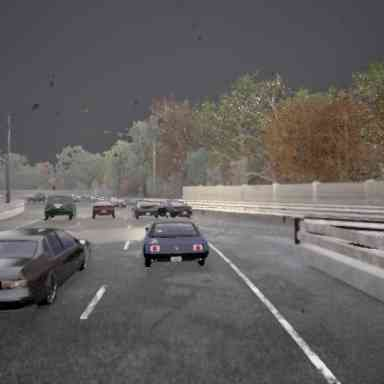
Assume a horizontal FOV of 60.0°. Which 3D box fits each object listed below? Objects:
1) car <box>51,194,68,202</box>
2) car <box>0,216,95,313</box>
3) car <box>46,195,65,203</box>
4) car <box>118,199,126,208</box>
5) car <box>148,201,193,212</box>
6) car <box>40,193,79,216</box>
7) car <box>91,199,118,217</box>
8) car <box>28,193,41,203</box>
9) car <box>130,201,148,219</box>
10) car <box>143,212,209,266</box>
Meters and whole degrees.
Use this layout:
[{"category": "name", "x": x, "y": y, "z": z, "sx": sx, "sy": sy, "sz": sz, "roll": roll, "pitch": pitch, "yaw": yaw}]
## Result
[{"category": "car", "x": -30.683, "y": 1.468, "z": 76.771, "sx": 2.097, "sy": 1.767, "sz": 4.553, "roll": 0, "pitch": 0, "yaw": -44}, {"category": "car", "x": -3.797, "y": 1.561, "z": 7.877, "sx": 2.033, "sy": 1.411, "sz": 5.357, "roll": 0, "pitch": 0, "yaw": -5}, {"category": "car", "x": -28.242, "y": 1.485, "z": 68.673, "sx": 2.128, "sy": 1.511, "sz": 4.902, "roll": 0, "pitch": 0, "yaw": -41}, {"category": "car", "x": -10.804, "y": 1.639, "z": 47.301, "sx": 1.895, "sy": 1.301, "sz": 4.718, "roll": 0, "pitch": 0, "yaw": -25}, {"category": "car", "x": -1.718, "y": 1.483, "z": 28.325, "sx": 1.882, "sy": 1.535, "sz": 5.008, "roll": 0, "pitch": 0, "yaw": -28}, {"category": "car", "x": -11.127, "y": 1.262, "z": 28.371, "sx": 2.150, "sy": 2.045, "sz": 5.566, "roll": 0, "pitch": 0, "yaw": -16}, {"category": "car", "x": -8.226, "y": 1.508, "z": 30.788, "sx": 1.882, "sy": 1.535, "sz": 5.008, "roll": 0, "pitch": 0, "yaw": -16}, {"category": "car", "x": -30.971, "y": 1.197, "z": 66.479, "sx": 2.150, "sy": 2.045, "sz": 5.566, "roll": 0, "pitch": 0, "yaw": -41}, {"category": "car", "x": -4.259, "y": 1.520, "z": 29.216, "sx": 1.837, "sy": 1.490, "sz": 4.892, "roll": -2, "pitch": 0, "yaw": -17}, {"category": "car", "x": -0.682, "y": 1.603, "z": 11.535, "sx": 1.895, "sy": 1.301, "sz": 4.718, "roll": 0, "pitch": 0, "yaw": -6}]
